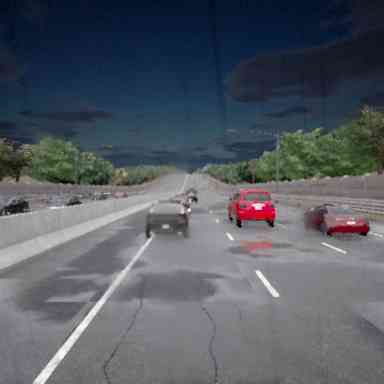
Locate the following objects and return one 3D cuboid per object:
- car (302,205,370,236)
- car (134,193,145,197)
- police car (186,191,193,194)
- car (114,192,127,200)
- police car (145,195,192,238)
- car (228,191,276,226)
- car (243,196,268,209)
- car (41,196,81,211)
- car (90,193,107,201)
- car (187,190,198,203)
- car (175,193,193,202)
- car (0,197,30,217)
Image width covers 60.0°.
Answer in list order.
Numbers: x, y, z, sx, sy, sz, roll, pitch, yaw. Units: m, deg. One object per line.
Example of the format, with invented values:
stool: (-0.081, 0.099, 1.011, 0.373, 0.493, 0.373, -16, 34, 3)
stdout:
car: (7.069, 1.316, 16.779, 1.994, 1.385, 4.181, 0, 1, 0)
car: (-10.629, 0.854, 68.419, 1.994, 1.385, 4.181, 0, 0, 0)
police car: (-1.111, 1.001, 32.248, 1.930, 1.638, 5.238, 0, 1, 0)
car: (-14.131, 0.796, 66.052, 1.882, 1.535, 5.008, 0, 1, 0)
police car: (-1.080, 1.185, 16.234, 1.930, 1.638, 5.238, 0, 1, 0)
car: (3.562, 0.925, 20.551, 2.150, 2.045, 5.566, 0, 1, 0)
car: (7.030, 1.130, 37.372, 1.895, 1.301, 4.718, 0, 0, 0)
car: (-10.650, 1.119, 27.404, 2.128, 1.511, 4.902, 0, 1, 0)
car: (-17.635, 0.884, 63.130, 2.033, 1.411, 5.357, 0, 0, 0)
car: (-0.095, 0.900, 50.643, 1.882, 1.535, 5.008, 0, 0, 0)
car: (-1.099, 1.118, 26.133, 1.882, 1.535, 5.008, 0, 1, 0)
car: (-14.146, 1.144, 25.145, 2.128, 1.511, 4.902, 0, 1, 0)
